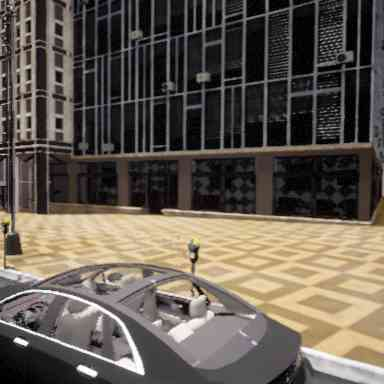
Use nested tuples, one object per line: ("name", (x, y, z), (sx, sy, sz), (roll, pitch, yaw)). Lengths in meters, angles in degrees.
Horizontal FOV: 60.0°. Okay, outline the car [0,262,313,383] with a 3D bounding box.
("car", (-1.039, 1.476, 3.575), (4.403, 1.369, 2.008), (1, 2, 34))
